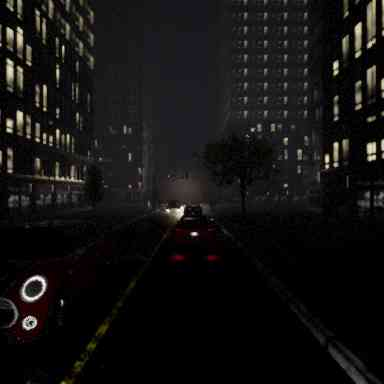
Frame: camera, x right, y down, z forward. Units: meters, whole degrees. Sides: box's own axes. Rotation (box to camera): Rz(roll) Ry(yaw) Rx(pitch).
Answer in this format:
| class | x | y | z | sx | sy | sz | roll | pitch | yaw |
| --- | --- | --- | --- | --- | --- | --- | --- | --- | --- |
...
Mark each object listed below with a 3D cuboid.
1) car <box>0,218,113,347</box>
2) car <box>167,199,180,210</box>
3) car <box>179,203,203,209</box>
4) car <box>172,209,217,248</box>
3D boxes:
| class | x | y | z | sx | sy | sz | roll | pitch | yaw |
| --- | --- | --- | --- | --- | --- | --- | --- | --- | --- |
| car | -3.102 | 1.427 | 6.748 | 2.097 | 1.767 | 4.553 | 0 | -1 | 0 |
| car | -3.002 | 2.005 | 55.779 | 2.097 | 1.767 | 4.553 | 0 | -1 | 0 |
| car | 0.098 | 1.877 | 33.934 | 2.128 | 1.511 | 4.902 | 0 | -1 | 0 |
| car | 0.099 | 1.741 | 15.848 | 1.994 | 1.385 | 4.181 | 0 | -1 | 0 |
